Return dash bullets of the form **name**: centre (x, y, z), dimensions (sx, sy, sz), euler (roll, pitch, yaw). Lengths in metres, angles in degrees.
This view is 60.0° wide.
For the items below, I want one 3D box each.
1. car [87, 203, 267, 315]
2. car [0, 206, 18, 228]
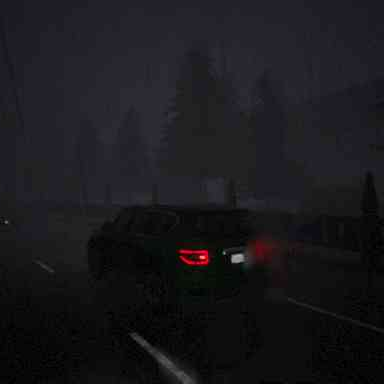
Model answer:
- **car**: centre (-0.733, 1.292, 8.108), dimensions (2.150, 2.045, 5.566), euler (1, -1, -35)
- **car**: centre (-13.564, 1.716, 23.061), dimensions (4.674, 1.442, 1.812), euler (0, -1, 45)
